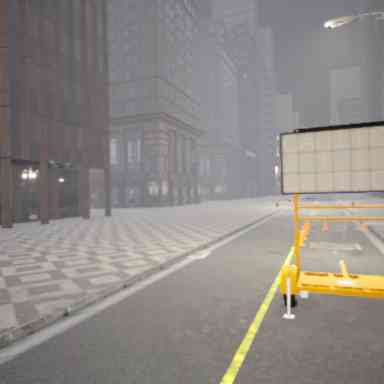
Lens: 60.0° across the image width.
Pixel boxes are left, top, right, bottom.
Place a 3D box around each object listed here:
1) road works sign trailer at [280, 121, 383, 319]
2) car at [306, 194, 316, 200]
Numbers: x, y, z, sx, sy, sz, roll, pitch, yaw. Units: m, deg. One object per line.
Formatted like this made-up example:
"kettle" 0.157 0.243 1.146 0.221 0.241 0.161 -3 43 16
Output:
"road works sign trailer" 3.118 0.425 6.884 2.380 3.560 2.880 -2 0 21
"car" 28.043 1.170 78.491 1.812 1.442 4.674 -2 0 21
